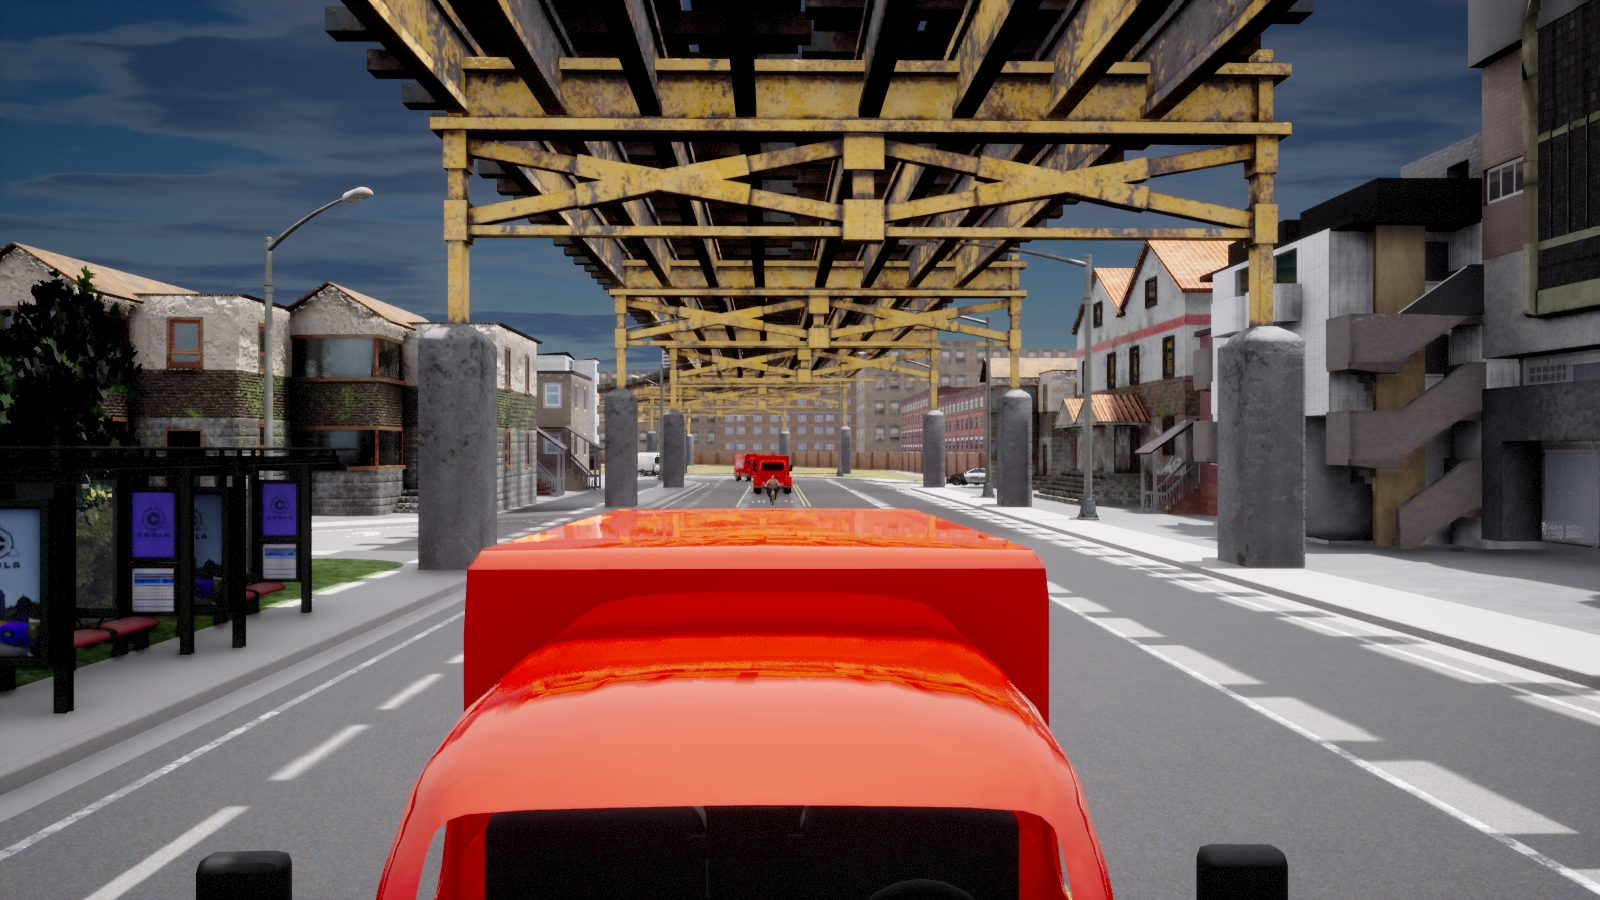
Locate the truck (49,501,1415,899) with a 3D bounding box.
[{"bbox_3d":[-0.167,1.568,4.802,2.627,2.467,5.204,0,0,-1],"label":"truck"}]

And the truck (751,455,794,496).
[{"bbox_3d":[-1.751,1.567,73.003,2.627,2.467,5.204,0,0,-1],"label":"truck"}]
